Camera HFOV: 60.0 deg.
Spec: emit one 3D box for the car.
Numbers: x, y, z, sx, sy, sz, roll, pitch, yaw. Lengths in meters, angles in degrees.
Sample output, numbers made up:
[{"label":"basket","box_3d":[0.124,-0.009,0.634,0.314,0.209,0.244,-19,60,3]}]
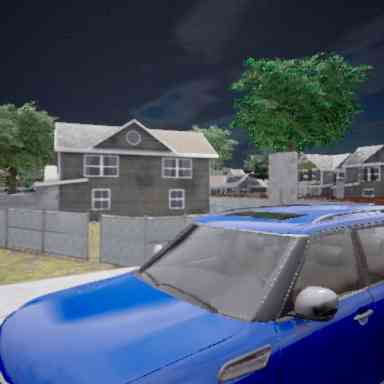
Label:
[{"label":"car","box_3d":[0.897,1.204,3.624,5.566,2.045,2.150,0,0,-34]}]
